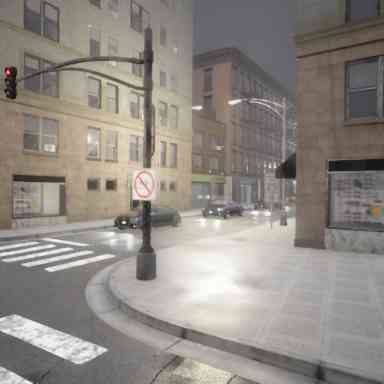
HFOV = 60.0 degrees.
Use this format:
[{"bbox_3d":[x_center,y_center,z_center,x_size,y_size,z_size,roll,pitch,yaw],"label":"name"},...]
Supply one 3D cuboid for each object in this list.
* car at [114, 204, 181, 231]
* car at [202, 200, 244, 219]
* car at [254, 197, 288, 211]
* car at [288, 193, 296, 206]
[{"bbox_3d":[-2.421,1.386,18.887,1.994,1.385,4.181,1,1,34],"label":"car"},{"bbox_3d":[2.493,1.294,26.254,1.994,1.385,4.181,1,1,34],"label":"car"},{"bbox_3d":[7.991,1.189,34.481,1.994,1.385,4.181,1,1,34],"label":"car"},{"bbox_3d":[13.713,0.868,42.991,2.097,1.767,4.553,1,1,34],"label":"car"}]
